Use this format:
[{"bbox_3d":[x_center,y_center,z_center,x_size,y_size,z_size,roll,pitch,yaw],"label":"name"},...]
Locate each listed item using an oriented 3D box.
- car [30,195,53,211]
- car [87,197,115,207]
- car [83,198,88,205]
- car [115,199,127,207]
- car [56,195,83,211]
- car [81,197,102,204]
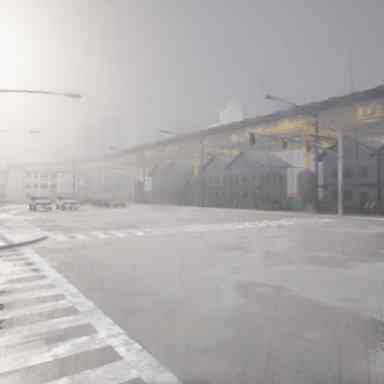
[{"bbox_3d":[-20.237,1.478,44.506,2.150,2.045,5.566,0,0,-34],"label":"car"},{"bbox_3d":[-15.489,1.850,56.403,2.033,1.411,5.357,0,0,-34],"label":"car"},{"bbox_3d":[-22.945,1.962,65.251,4.718,1.301,1.895,0,0,39],"label":"car"},{"bbox_3d":[-13.481,1.915,59.596,1.895,1.301,4.718,0,0,-36],"label":"car"},{"bbox_3d":[-17.473,1.482,46.667,2.150,2.045,5.566,0,0,-34],"label":"car"},{"bbox_3d":[-20.586,1.758,67.840,4.674,1.442,1.812,0,0,39],"label":"car"}]
